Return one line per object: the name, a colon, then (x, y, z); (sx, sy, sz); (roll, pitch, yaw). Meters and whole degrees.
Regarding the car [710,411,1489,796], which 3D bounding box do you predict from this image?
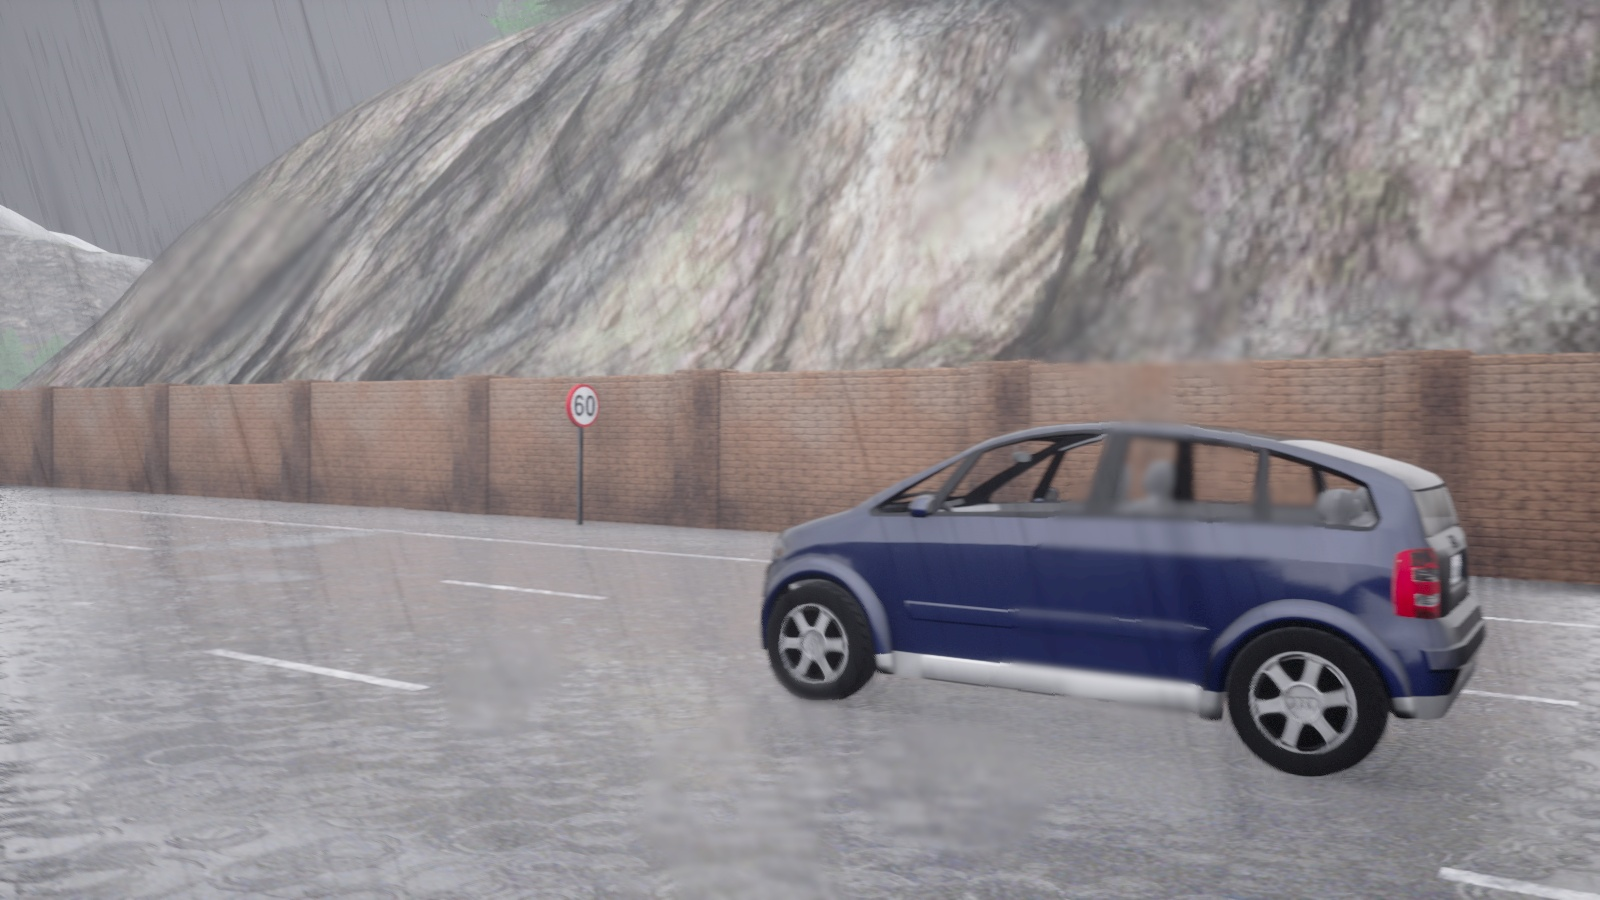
car: (1.537, 0.602, 6.803); (3.705, 1.549, 1.789); (0, 1, 34)
